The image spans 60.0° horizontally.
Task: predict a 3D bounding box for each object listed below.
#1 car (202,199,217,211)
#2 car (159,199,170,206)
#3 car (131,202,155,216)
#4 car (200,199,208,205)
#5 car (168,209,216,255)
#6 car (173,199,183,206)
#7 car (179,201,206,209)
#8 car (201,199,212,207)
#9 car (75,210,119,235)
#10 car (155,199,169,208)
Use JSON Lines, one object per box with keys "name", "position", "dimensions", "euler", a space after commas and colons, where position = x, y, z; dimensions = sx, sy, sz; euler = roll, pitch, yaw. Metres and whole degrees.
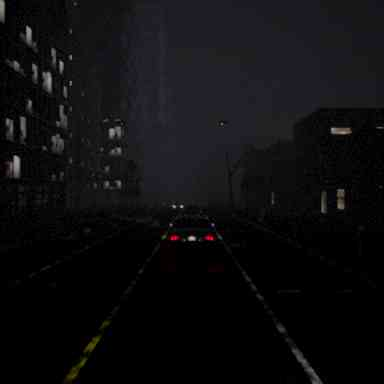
{"name": "car", "position": [2.712, 2.039, 48.529], "dimensions": [1.802, 1.307, 4.206], "euler": [-1, -1, 0]}
{"name": "car", "position": [-5.832, 2.217, 71.163], "dimensions": [1.887, 1.381, 4.507], "euler": [-1, -1, 0]}
{"name": "car", "position": [-5.702, 1.896, 37.300], "dimensions": [1.887, 1.381, 4.507], "euler": [-1, -1, 0]}
{"name": "car", "position": [2.807, 2.253, 76.920], "dimensions": [1.752, 1.417, 4.829], "euler": [-1, -1, 0]}
{"name": "car", "position": [0.001, 1.679, 13.976], "dimensions": [2.033, 1.411, 5.357], "euler": [0, -1, 0]}
{"name": "car", "position": [-2.999, 2.151, 71.773], "dimensions": [1.882, 1.535, 5.008], "euler": [0, -1, 0]}
{"name": "car", "position": [0.006, 1.802, 29.368], "dimensions": [1.812, 1.442, 4.674], "euler": [0, 0, 0]}
{"name": "car", "position": [2.807, 2.169, 65.462], "dimensions": [2.008, 1.369, 4.403], "euler": [-1, -1, 0]}
{"name": "car", "position": [-5.701, 1.757, 20.369], "dimensions": [1.947, 1.339, 4.313], "euler": [-1, -1, 0]}
{"name": "car", "position": [-5.805, 2.115, 59.874], "dimensions": [2.008, 1.369, 4.403], "euler": [-1, -1, 0]}
